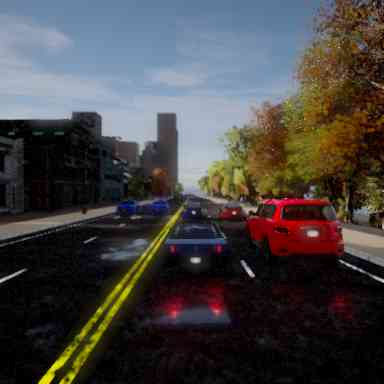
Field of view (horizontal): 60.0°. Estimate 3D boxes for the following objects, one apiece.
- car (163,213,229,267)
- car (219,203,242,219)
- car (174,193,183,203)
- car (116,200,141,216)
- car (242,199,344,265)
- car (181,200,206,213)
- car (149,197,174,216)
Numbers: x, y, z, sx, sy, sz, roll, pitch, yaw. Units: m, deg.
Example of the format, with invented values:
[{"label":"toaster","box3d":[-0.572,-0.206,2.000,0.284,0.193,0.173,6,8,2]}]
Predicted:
[{"label":"car","box3d":[0.115,1.633,11.541,1.895,1.301,4.718,0,0,0]},{"label":"car","box3d":[3.407,1.647,28.698,1.994,1.385,4.181,0,0,0]},{"label":"car","box3d":[-3.075,1.347,75.088,2.150,2.045,5.566,0,0,0]},{"label":"car","box3d":[-6.518,1.564,34.571,1.882,1.535,5.008,0,0,0]},{"label":"car","box3d":[3.368,1.259,11.923,2.150,2.045,5.566,0,0,0]},{"label":"car","box3d":[0.158,1.643,28.763,1.994,1.385,4.181,0,0,0]},{"label":"car","box3d":[-3.268,1.568,34.562,1.882,1.535,5.008,0,0,0]}]
